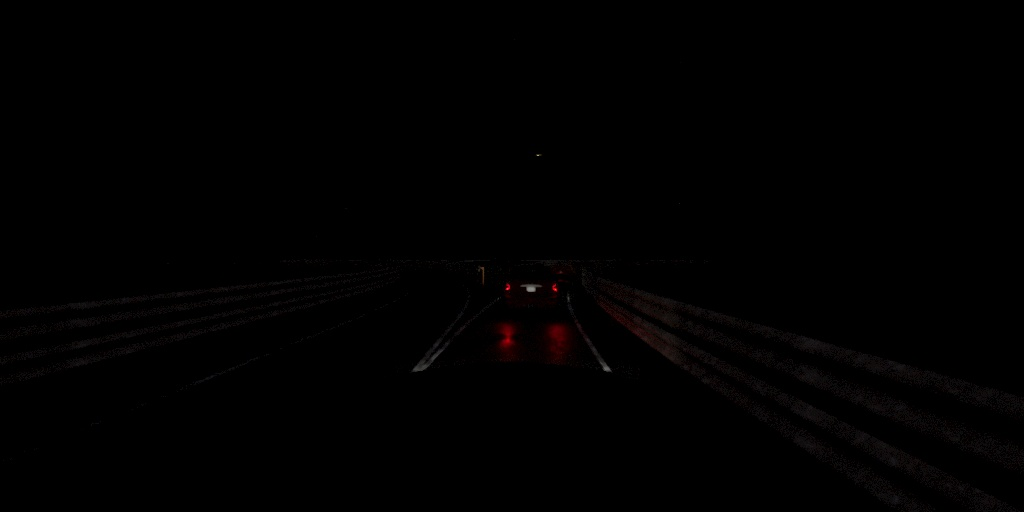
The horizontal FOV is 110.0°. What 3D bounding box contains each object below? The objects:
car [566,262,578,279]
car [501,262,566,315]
[{"bbox_3d":[5.092,1.303,34.220,1.882,1.535,5.008,0,0,17],"label":"car"},{"bbox_3d":[0.854,1.130,14.018,2.097,1.767,4.553,0,0,6],"label":"car"}]
